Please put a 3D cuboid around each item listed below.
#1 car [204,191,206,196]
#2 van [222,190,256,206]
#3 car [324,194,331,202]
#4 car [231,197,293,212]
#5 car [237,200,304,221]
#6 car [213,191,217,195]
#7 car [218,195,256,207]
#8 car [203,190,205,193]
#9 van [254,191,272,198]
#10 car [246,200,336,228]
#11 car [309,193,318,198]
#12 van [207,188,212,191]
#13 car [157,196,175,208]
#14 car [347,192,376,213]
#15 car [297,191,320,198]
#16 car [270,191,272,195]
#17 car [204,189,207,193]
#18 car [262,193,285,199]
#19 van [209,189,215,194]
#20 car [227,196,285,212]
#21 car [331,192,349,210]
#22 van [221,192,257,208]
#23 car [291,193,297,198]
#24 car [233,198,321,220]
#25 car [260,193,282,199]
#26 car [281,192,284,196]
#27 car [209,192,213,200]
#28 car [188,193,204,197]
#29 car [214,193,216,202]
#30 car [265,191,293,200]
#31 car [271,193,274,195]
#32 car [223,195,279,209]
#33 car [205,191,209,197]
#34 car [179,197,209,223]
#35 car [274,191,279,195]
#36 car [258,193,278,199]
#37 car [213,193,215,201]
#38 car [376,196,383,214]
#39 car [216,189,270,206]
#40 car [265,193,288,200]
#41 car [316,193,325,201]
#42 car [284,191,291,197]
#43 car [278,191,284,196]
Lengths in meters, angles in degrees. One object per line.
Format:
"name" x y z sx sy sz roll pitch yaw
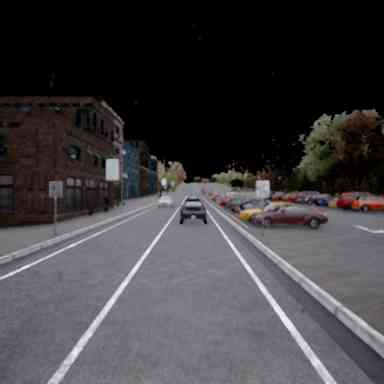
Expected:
"car" 6.279 0.905 84.692 4.892 1.521 2.231 0 1 0
"van" 5.987 1.076 37.499 4.442 1.987 1.878 0 0 0
"car" 19.379 1.277 40.244 5.366 1.575 1.946 0 0 0
"car" 6.076 1.404 29.027 4.674 1.452 2.002 0 0 0
"car" 6.093 1.414 26.244 4.792 1.488 2.163 0 0 0
"car" 6.132 1.051 54.075 4.553 1.767 2.185 0 0 0
"car" 6.127 1.242 45.726 4.892 1.521 2.231 0 0 0
"car" 6.478 0.846 90.257 5.366 1.575 1.946 0 1 0
"van" 19.256 0.622 90.245 4.442 1.987 1.878 0 1 0
"car" 6.059 1.465 20.819 4.674 1.452 2.002 1 0 1
"car" 19.183 1.269 45.691 4.792 1.488 2.163 0 0 0
"van" 6.380 0.705 81.906 4.442 1.987 1.878 0 1 0
"car" -3.338 1.266 42.592 1.812 1.442 4.674 0 0 0
"car" 19.142 1.197 34.550 4.553 1.767 2.185 0 0 0
"car" 19.264 1.071 51.258 4.553 1.767 2.185 0 0 0
"car" 19.272 0.908 70.753 4.553 1.767 2.185 0 1 0
"car" 6.252 0.750 87.599 4.553 1.767 2.185 0 1 0
"car" 19.339 0.957 79.108 4.892 1.521 2.231 0 1 0
"van" 6.086 0.857 65.270 4.442 1.987 1.878 0 1 0
"car" 6.054 1.373 31.810 4.792 1.488 2.163 0 0 0
"car" 19.212 1.049 37.458 5.566 2.045 2.435 0 0 0
"van" 6.006 1.036 42.941 4.442 1.987 1.878 0 0 0
"car" 19.249 1.177 54.045 4.892 1.521 2.231 0 0 0
"car" 5.868 1.402 23.461 5.366 1.575 1.946 0 0 0
"car" 19.348 0.930 81.893 5.008 1.535 2.097 0 1 0
"car" 19.268 1.129 59.615 5.008 1.535 2.097 0 0 0
"car" 6.164 1.137 62.425 4.792 1.488 2.163 0 0 0
"car" 0.104 1.237 41.969 2.128 1.511 4.902 0 1 0
"car" 6.329 1.216 48.508 5.366 1.575 1.946 0 0 0
"car" 19.285 0.757 73.535 5.566 2.045 2.435 0 1 0
"car" 19.296 1.098 67.969 4.674 1.452 2.002 0 1 0
"car" 6.087 1.324 34.593 4.892 1.521 2.231 0 0 0
"car" 6.038 1.031 70.776 5.366 1.575 1.946 0 1 0
"car" 0.102 1.370 24.265 1.837 1.490 4.892 0 1 0
"car" 19.277 1.082 65.184 5.008 1.535 2.097 0 1 0
"car" 19.355 0.943 84.678 4.674 1.452 2.002 0 1 0
"car" 6.159 1.199 51.292 4.892 1.521 2.231 0 0 0
"car" 19.185 1.237 29.105 4.553 1.767 2.185 0 0 0
"car" 6.085 1.031 40.157 5.566 2.045 2.435 0 0 0
"car" 19.351 1.012 76.326 4.792 1.488 2.163 0 1 0
"car" 19.208 1.260 42.904 5.008 1.535 2.097 0 0 0
"car" 19.225 0.901 56.826 5.566 2.045 2.435 0 0 0
"car" 19.241 0.981 62.399 4.553 1.767 2.185 0 0 0
